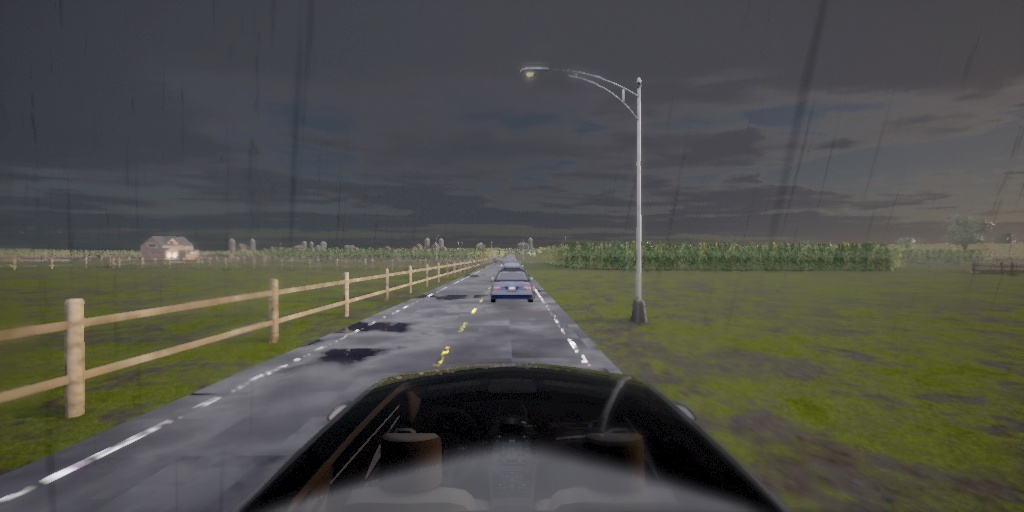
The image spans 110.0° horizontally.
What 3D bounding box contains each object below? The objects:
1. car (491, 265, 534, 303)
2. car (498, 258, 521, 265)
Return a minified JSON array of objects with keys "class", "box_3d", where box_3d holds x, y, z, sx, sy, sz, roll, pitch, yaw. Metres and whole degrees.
[{"class":"car","box_3d":[0.000,1.303,16.501,2.033,1.411,5.357,0,0,0]},{"class":"car","box_3d":[0.000,1.209,31.502,1.882,1.535,5.008,0,0,0]}]
